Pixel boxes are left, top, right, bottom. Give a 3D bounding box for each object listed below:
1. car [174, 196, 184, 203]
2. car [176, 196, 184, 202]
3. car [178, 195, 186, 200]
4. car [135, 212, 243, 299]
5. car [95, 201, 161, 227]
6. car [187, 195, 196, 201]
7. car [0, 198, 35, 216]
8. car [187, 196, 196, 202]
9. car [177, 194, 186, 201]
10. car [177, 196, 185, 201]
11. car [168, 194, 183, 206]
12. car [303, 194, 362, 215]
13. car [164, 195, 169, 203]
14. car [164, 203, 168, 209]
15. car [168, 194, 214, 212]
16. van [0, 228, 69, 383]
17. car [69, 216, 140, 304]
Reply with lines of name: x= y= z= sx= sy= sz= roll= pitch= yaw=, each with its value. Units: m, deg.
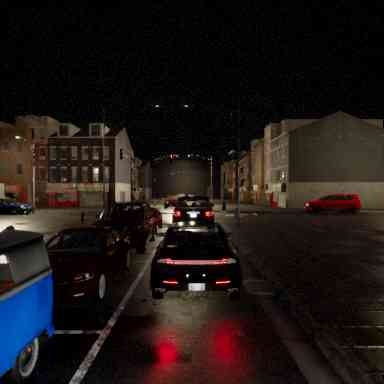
car: x=-2.755 y=1.605 z=72.615 sx=2.008 sy=1.369 sz=4.403 roll=0 pitch=0 yaw=0
car: x=-2.763 y=1.589 z=77.872 sx=1.752 sy=1.417 sz=4.829 roll=0 pitch=0 yaw=0
car: x=-2.789 y=1.536 z=94.323 sx=1.967 sy=1.590 sz=4.097 roll=0 pitch=0 yaw=0
car: x=0.086 y=1.491 z=8.400 sx=2.128 sy=1.511 sz=4.902 roll=0 pitch=0 yaw=0
car: x=-2.665 y=1.315 z=13.637 sx=2.192 sy=1.841 sz=5.009 roll=0 pitch=0 yaw=0
car: x=-0.132 y=1.437 z=86.201 sx=2.128 sy=1.511 sz=4.902 roll=0 pitch=0 yaw=0
car: x=-17.165 y=1.356 z=30.918 sx=4.553 sy=1.767 sz=2.097 roll=0 pitch=0 yaw=0
car: x=-0.117 y=1.649 z=76.229 sx=1.895 sy=1.301 sz=4.718 roll=0 pitch=0 yaw=0
car: x=-2.782 y=1.400 z=88.896 sx=2.192 sy=1.841 sz=5.009 roll=0 pitch=0 yaw=0
car: x=-2.771 y=1.640 z=83.469 sx=1.947 sy=1.339 sz=4.313 roll=0 pitch=0 yaw=0
car: x=-2.731 y=1.345 z=56.335 sx=2.192 sy=1.841 sz=5.009 roll=0 pitch=0 yaw=0
car: x=14.251 y=1.239 z=33.864 sx=5.566 sy=2.045 sz=2.150 roll=0 pitch=0 yaw=0
car: x=-2.714 y=1.333 z=45.481 sx=2.192 sy=1.841 sz=5.009 roll=0 pitch=0 yaw=0
car: x=-2.672 y=1.546 z=19.071 sx=1.887 sy=1.381 sz=4.507 roll=0 pitch=0 yaw=0
car: x=0.072 y=1.223 z=18.593 sx=2.150 sy=2.045 sz=5.566 roll=0 pitch=0 yaw=0
van: x=-2.648 y=1.341 z=2.769 sx=1.690 sy=1.788 sz=3.998 roll=0 pitch=0 yaw=0
car: x=-2.655 y=1.544 z=8.203 sx=1.887 sy=1.381 sz=4.507 roll=0 pitch=0 yaw=0
